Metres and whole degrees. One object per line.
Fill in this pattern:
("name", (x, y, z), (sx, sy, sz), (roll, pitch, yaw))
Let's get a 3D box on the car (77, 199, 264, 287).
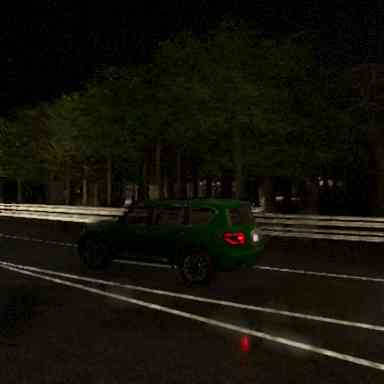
("car", (-0.753, 1.232, 9.570), (5.566, 2.045, 2.150), (0, 0, 29))
